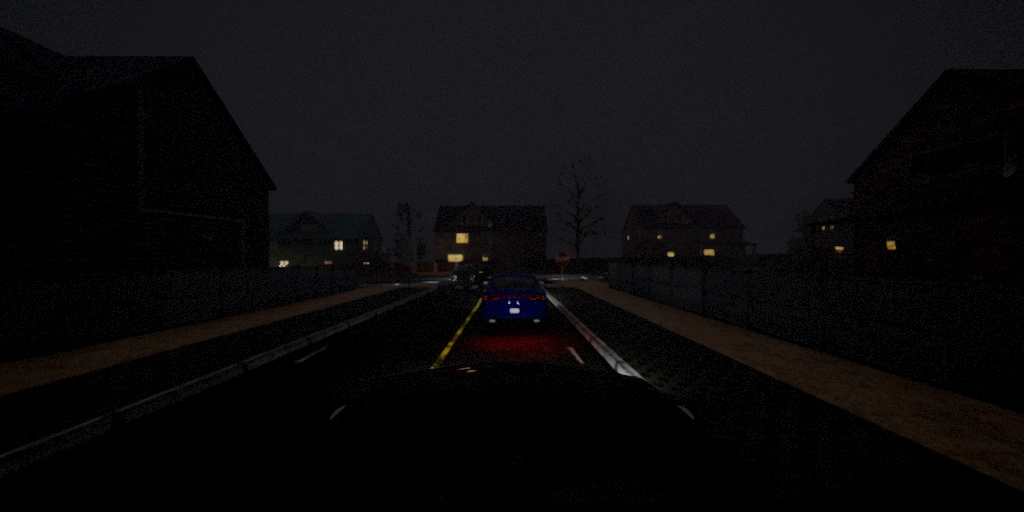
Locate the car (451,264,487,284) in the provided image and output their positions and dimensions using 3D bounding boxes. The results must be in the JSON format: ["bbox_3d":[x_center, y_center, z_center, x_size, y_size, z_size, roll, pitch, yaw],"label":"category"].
[{"bbox_3d":[-3.128,1.390,28.701,1.837,1.490,4.892,1,-1,-37],"label":"car"}]

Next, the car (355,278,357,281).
[{"bbox_3d":[-14.940,1.792,28.445,4.718,1.301,1.895,-1,1,0],"label":"car"}]

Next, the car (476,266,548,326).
[{"bbox_3d":[0.055,1.267,11.801,1.882,1.535,5.008,0,0,0],"label":"car"}]

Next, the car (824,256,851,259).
[{"bbox_3d":[28.645,0.679,31.646,5.357,1.411,2.033,-1,1,0],"label":"car"}]

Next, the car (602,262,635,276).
[{"bbox_3d":[10.401,1.162,31.520,4.718,1.301,1.895,-1,1,-1],"label":"car"}]
